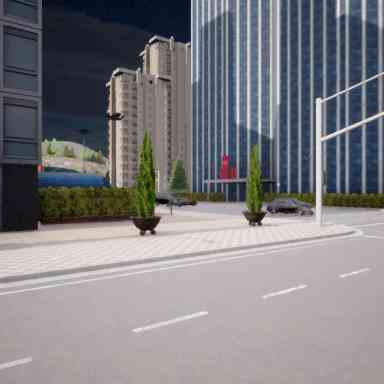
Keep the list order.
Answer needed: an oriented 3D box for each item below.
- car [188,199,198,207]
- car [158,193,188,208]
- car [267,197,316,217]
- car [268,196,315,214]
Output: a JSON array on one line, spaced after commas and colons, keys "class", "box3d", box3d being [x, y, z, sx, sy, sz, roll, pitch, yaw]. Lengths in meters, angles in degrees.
[{"class": "car", "box3d": [-1.116, 1.601, 51.751, 1.895, 1.301, 4.718, 0, 0, -36]}, {"class": "car", "box3d": [-3.414, 1.221, 48.950, 2.150, 2.045, 5.566, 0, 0, -36]}, {"class": "car", "box3d": [9.352, 1.491, 31.298, 2.128, 1.511, 4.902, 0, 0, -36]}, {"class": "car", "box3d": [10.558, 1.353, 35.601, 2.097, 1.767, 4.553, 0, 0, -36]}]
